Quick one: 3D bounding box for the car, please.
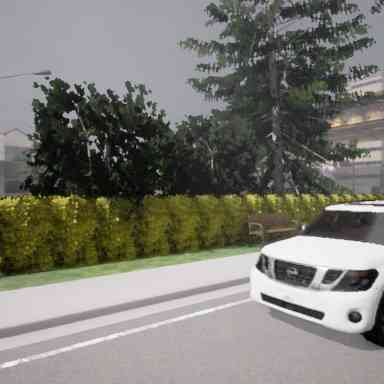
[{"bbox_3d":[3.670,1.220,6.678,5.566,2.045,2.150,0,0,-37],"label":"car"}]
